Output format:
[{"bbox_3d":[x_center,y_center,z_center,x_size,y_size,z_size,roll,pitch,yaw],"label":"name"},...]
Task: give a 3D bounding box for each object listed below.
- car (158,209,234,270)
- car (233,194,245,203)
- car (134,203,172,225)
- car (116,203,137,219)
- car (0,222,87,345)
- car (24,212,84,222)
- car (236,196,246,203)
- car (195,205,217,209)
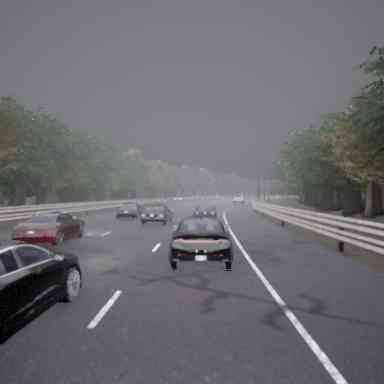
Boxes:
[{"bbox_3d":[0.309,1.538,11.201,2.128,1.511,4.902,0,0,2],"label":"car"},{"bbox_3d":[10.383,1.454,74.034,2.150,2.045,5.566,0,0,13],"label":"car"},{"bbox_3d":[-2.543,1.661,25.080,2.033,1.411,5.357,0,0,4],"label":"car"},{"bbox_3d":[-5.606,1.709,31.046,1.994,1.385,4.181,0,0,5],"label":"car"},{"bbox_3d":[-3.368,1.513,5.376,2.128,1.511,4.902,0,0,1],"label":"car"},{"bbox_3d":[-6.527,1.629,15.643,1.994,1.385,4.181,0,0,2],"label":"car"},{"bbox_3d":[11.990,1.829,81.097,1.882,1.535,5.008,0,0,13],"label":"car"},{"bbox_3d":[1.214,1.732,28.530,1.895,1.301,4.718,0,0,4],"label":"car"}]
